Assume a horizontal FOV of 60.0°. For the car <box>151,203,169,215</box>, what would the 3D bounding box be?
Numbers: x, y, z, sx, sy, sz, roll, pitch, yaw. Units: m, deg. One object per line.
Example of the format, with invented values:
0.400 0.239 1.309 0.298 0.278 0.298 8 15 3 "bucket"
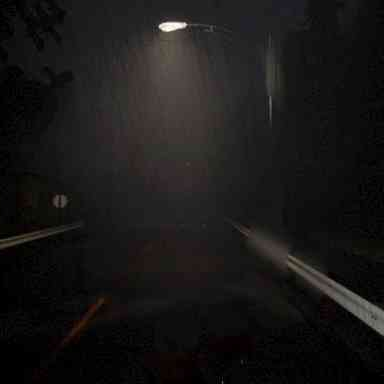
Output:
-3.979 2.096 42.379 2.033 1.411 5.357 0 -1 0 "car"
